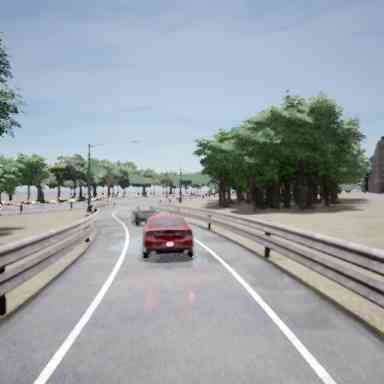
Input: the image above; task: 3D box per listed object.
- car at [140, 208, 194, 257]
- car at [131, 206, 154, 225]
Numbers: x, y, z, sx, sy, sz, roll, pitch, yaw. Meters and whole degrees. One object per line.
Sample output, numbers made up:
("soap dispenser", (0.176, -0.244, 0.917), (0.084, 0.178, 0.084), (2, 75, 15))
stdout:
("car", (-1.105, 1.680, 13.958), (1.882, 1.535, 5.008), (0, -1, -8))
("car", (-4.014, 1.894, 27.884), (2.128, 1.511, 4.902), (0, -1, -16))
